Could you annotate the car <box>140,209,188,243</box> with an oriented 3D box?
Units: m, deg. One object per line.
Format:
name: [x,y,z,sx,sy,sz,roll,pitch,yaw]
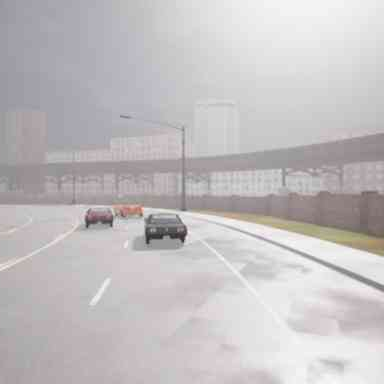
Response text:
car: [-1.476,1.704,16.673,1.895,1.301,4.718,0,0,-10]

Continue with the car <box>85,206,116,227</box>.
car: [-6.810,1.776,24.392,1.895,1.301,4.718,0,0,-16]

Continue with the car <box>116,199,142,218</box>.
car: [-6.482,1.564,33.365,2.097,1.767,4.553,0,0,-23]
